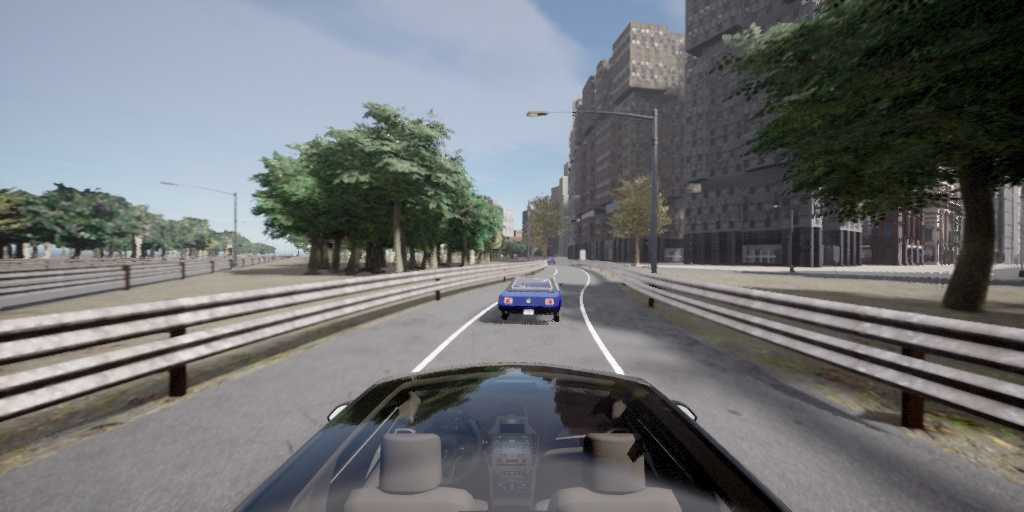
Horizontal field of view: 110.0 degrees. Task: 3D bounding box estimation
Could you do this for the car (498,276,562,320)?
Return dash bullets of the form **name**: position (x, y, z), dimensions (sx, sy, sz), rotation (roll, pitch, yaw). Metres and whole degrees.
- **car**: position (0.807, 1.343, 12.613), dimensions (1.895, 1.301, 4.718), rotation (0, 0, 8)
